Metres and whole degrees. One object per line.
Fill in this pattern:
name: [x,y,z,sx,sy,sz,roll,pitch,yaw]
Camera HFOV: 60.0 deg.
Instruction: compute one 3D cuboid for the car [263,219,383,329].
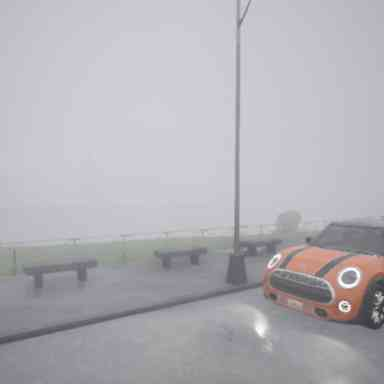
car: [3.659,1.411,7.173,4.553,1.767,2.097,0,0,-35]
